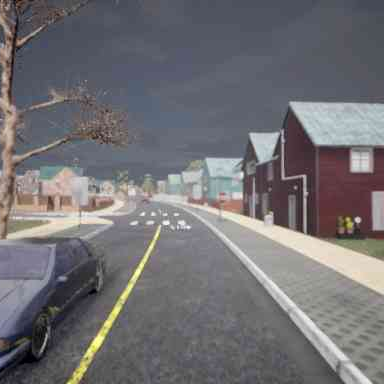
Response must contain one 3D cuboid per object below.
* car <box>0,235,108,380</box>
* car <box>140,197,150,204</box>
[{"bbox_3d":[-2.940,1.564,6.093,2.033,1.411,5.357,0,0,-1],"label":"car"},{"bbox_3d":[-9.576,1.667,67.711,1.895,1.301,4.718,0,0,-11],"label":"car"}]
